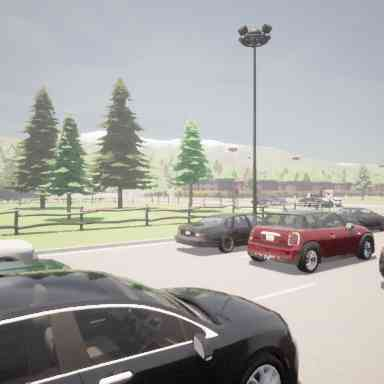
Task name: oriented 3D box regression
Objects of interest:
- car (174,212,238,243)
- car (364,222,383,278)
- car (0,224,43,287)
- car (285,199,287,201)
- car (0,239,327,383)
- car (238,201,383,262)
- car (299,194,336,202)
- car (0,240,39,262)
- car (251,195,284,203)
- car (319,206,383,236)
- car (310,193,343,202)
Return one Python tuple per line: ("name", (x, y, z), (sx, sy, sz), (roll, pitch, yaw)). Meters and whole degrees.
("car", (1.890, 1.547, 13.678), (5.357, 1.411, 2.033), (0, 0, -35))
("car", (6.482, 1.526, 8.356), (4.674, 1.442, 1.812), (0, 0, -35))
("car", (-6.268, 1.601, 7.877), (4.718, 1.301, 1.895), (0, 0, -35))
("car", (14.580, 1.352, 58.561), (2.097, 1.767, 4.553), (0, 0, -35))
("car", (-1.066, 1.505, 2.985), (4.892, 1.490, 1.837), (0, 0, -35))
("car", (3.996, 1.352, 10.882), (4.553, 1.767, 2.097), (0, 0, -35))
("car", (17.687, 1.505, 48.011), (1.837, 1.490, 4.892), (0, 0, -35))
("car", (-4.169, 1.601, 5.072), (4.718, 1.301, 1.895), (0, 0, -35))
("car", (12.287, 1.547, 55.723), (2.033, 1.411, 5.357), (0, 0, -35))
("car", (9.414, 1.564, 19.030), (4.181, 1.385, 1.994), (0, 0, -35))
("car", (20.086, 1.221, 50.693), (2.150, 2.045, 5.566), (0, 0, -35))
